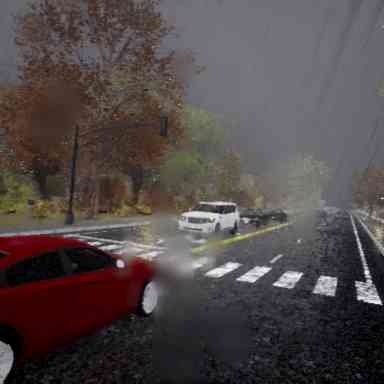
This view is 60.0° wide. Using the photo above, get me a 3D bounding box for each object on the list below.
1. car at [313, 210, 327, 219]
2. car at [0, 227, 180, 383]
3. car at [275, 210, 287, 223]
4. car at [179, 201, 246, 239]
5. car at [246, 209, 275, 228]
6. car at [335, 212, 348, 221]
[{"bbox_3d":[20.946,3.653,54.354,2.033,1.411,5.357,3,-1,25],"label":"car"},{"bbox_3d":[-2.249,1.397,5.002,1.882,1.535,5.008,1,-2,25],"label":"car"},{"bbox_3d":[9.796,2.736,38.541,1.994,1.385,4.181,3,-1,25],"label":"car"},{"bbox_3d":[1.248,1.612,20.395,2.150,2.045,5.566,3,-1,25],"label":"car"},{"bbox_3d":[5.508,2.271,29.462,2.128,1.511,4.902,3,-1,25],"label":"car"},{"bbox_3d":[23.830,3.826,52.881,2.033,1.411,5.357,3,-1,25],"label":"car"}]
